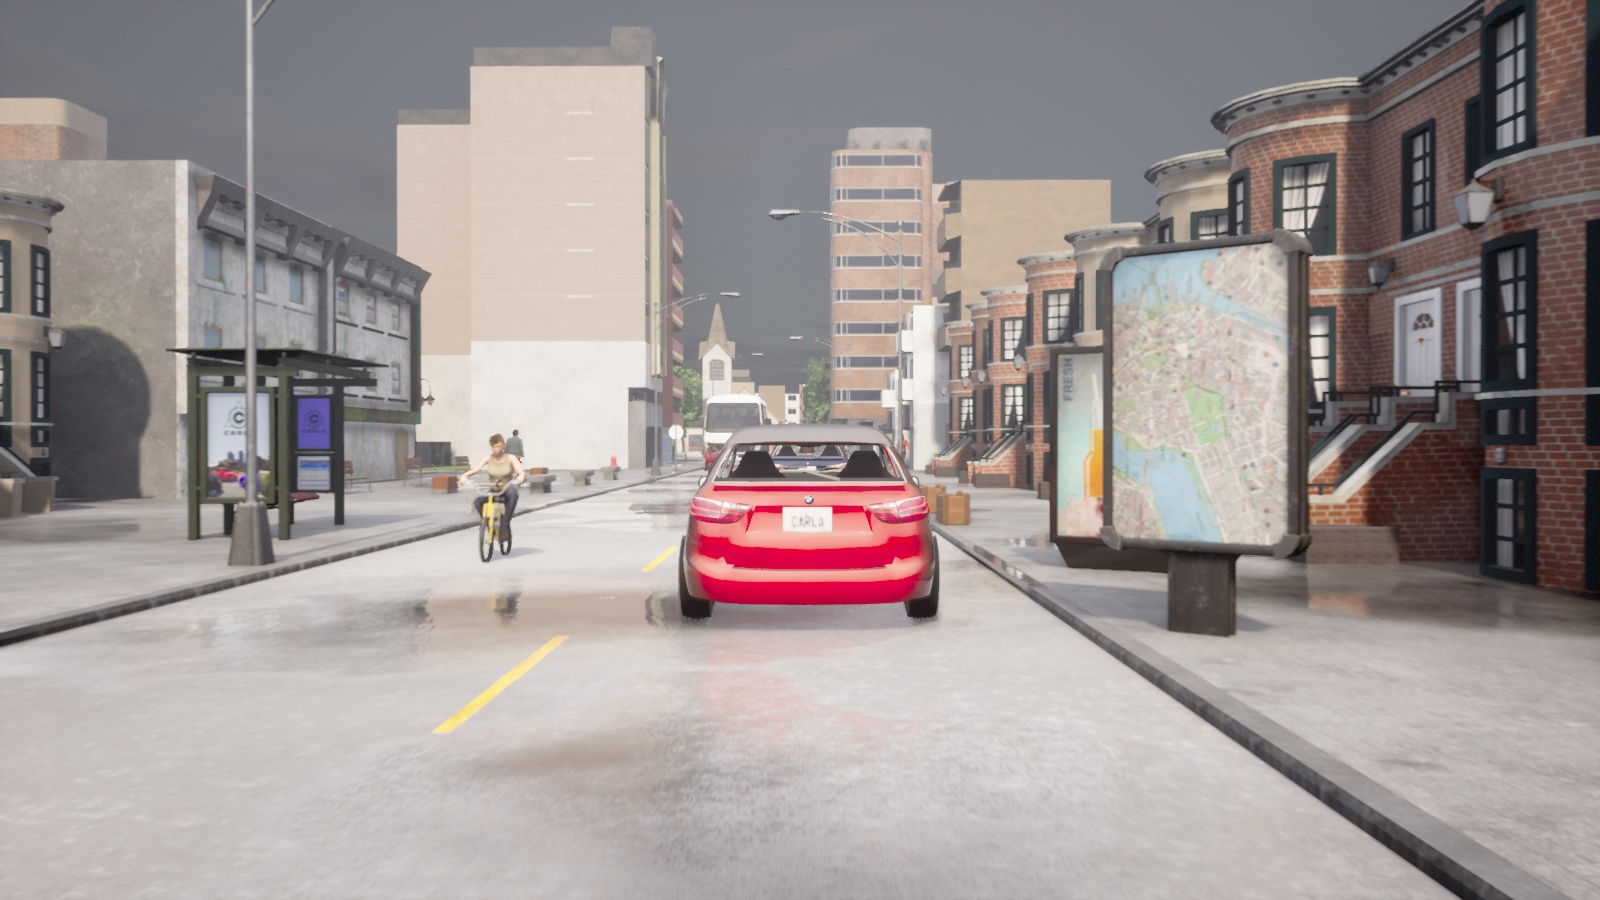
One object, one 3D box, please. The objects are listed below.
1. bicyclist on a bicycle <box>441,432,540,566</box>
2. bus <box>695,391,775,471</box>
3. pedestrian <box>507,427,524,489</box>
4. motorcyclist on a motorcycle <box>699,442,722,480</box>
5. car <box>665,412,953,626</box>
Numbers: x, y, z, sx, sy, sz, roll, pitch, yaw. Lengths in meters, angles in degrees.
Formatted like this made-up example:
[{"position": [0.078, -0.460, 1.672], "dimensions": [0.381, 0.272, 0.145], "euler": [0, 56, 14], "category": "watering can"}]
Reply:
[{"position": [-3.888, 0.590, 15.896], "dimensions": [0.866, 1.612, 1.509], "euler": [0, 0, 1], "category": "bicyclist on a bicycle"}, {"position": [-3.607, -1.042, 72.530], "dimensions": [3.944, 4.253, 10.273], "euler": [0, 0, 1], "category": "bus"}, {"position": [-8.496, 0.238, 37.527], "dimensions": [0.353, 1.847, 0.614], "euler": [0, 0, 3], "category": "pedestrian"}, {"position": [-3.699, 0.433, 51.938], "dimensions": [0.797, 1.523, 2.044], "euler": [0, 0, 0], "category": "motorcyclist on a motorcycle"}, {"position": [0.085, 0.523, 12.087], "dimensions": [2.242, 1.667, 4.611], "euler": [0, 0, 0], "category": "car"}]
